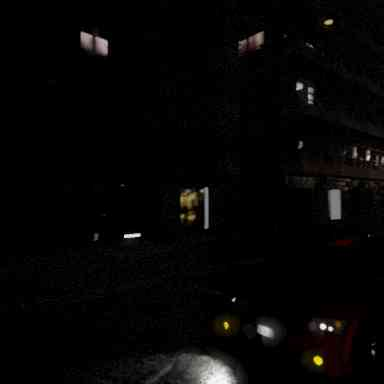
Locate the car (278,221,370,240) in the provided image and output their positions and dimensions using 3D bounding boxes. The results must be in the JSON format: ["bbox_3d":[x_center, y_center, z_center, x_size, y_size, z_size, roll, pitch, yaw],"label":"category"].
[{"bbox_3d":[4.288,1.687,10.909,4.507,1.381,1.887,0,-1,-41],"label":"car"}]

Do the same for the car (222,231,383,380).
[{"bbox_3d":[2.453,1.638,5.657,4.181,1.385,1.994,0,-1,-41],"label":"car"}]
